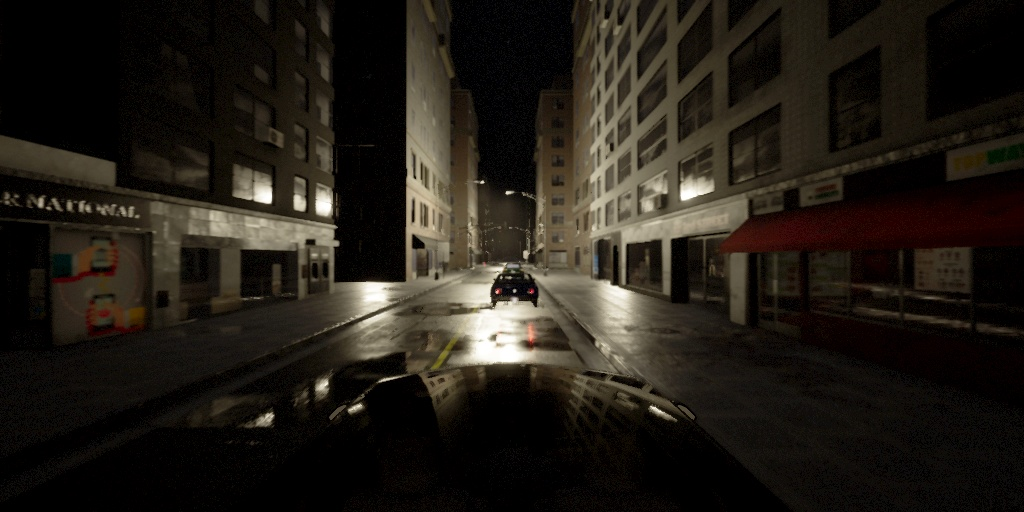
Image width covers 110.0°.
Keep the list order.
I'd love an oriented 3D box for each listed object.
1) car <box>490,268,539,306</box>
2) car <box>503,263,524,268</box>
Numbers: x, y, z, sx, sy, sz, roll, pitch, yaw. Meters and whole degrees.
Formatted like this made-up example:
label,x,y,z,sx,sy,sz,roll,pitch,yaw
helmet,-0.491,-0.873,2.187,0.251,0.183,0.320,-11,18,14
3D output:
label,x,y,z,sx,sy,sz,roll,pitch,yaw
car,0.102,1.353,15.658,1.895,1.301,4.718,0,0,0
car,0.103,1.329,32.253,1.994,1.385,4.181,0,0,0
